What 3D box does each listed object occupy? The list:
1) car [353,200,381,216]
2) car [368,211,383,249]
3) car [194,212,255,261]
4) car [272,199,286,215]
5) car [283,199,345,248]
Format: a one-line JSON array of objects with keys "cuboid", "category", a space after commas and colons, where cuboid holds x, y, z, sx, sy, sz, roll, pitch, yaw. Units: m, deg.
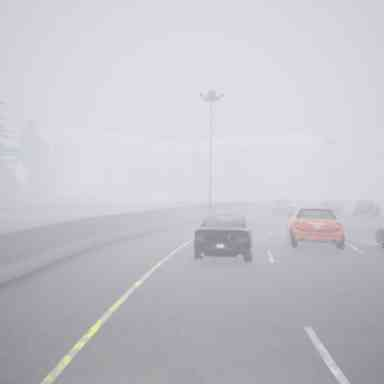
[{"cuboid": [18.093, 1.574, 34.292, 2.097, 1.767, 4.553, 1, 0, 34], "category": "car"}, {"cuboid": [8.220, 1.645, 11.912, 2.033, 1.411, 5.357, 0, 0, 15], "category": "car"}, {"cuboid": [1.322, 1.502, 12.566, 1.882, 1.535, 5.008, 0, 0, 11], "category": "car"}, {"cuboid": [9.893, 1.486, 34.390, 2.097, 1.767, 4.553, 1, 0, 31], "category": "car"}, {"cuboid": [5.553, 1.424, 15.440, 2.097, 1.767, 4.553, 1, 0, 13], "category": "car"}]
